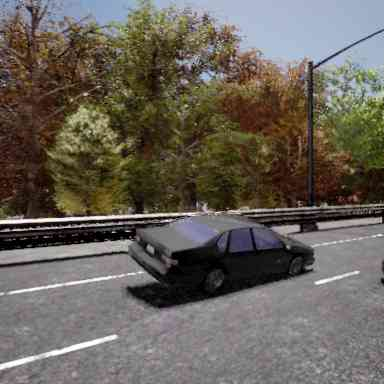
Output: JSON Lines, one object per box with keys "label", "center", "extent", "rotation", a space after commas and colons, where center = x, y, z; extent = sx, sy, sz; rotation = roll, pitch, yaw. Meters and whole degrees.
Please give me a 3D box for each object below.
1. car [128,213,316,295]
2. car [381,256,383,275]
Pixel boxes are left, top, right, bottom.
{"label": "car", "center": [1.079, 1.353, 8.641], "extent": [5.357, 1.411, 2.033], "rotation": [3, 12, -38]}
{"label": "car", "center": [6.754, 1.584, 8.626], "extent": [4.181, 1.385, 1.994], "rotation": [0, 0, -36]}
